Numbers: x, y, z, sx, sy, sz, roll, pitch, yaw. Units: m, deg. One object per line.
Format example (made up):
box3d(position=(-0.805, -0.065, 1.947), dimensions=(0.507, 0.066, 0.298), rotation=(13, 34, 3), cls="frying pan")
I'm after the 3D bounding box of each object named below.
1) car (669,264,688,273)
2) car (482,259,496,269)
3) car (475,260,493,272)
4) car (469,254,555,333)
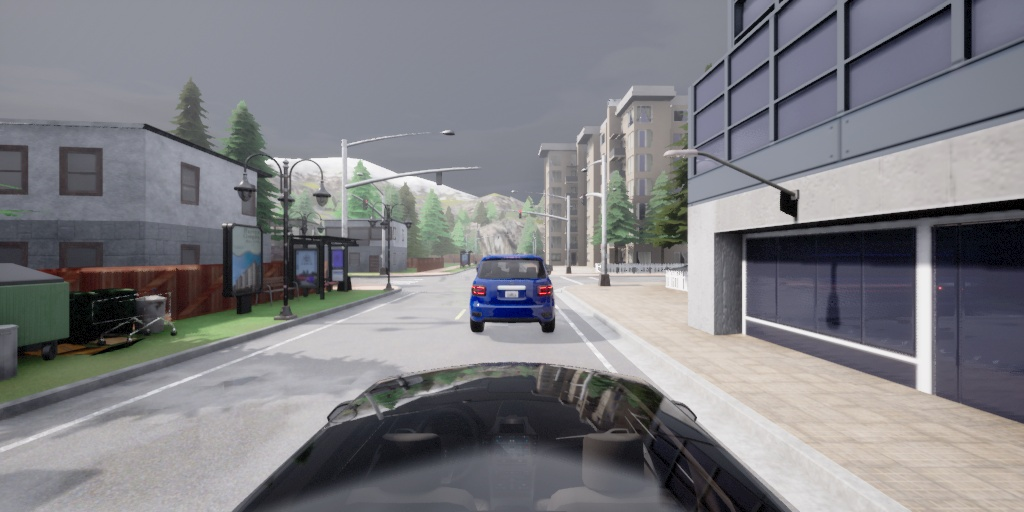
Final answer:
box3d(position=(16.501, 1.269, 31.822), dimensions=(4.892, 1.490, 1.837), rotation=(0, 0, -2), cls="car")
box3d(position=(-3.592, 1.226, 57.164), dimensions=(1.882, 1.535, 5.008), rotation=(0, 0, 0), cls="car")
box3d(position=(-3.598, 1.296, 47.243), dimensions=(2.033, 1.411, 5.357), rotation=(0, 0, 0), cls="car")
box3d(position=(0.051, 0.971, 10.904), dimensions=(2.150, 2.045, 5.566), rotation=(0, 0, 1), cls="car")
